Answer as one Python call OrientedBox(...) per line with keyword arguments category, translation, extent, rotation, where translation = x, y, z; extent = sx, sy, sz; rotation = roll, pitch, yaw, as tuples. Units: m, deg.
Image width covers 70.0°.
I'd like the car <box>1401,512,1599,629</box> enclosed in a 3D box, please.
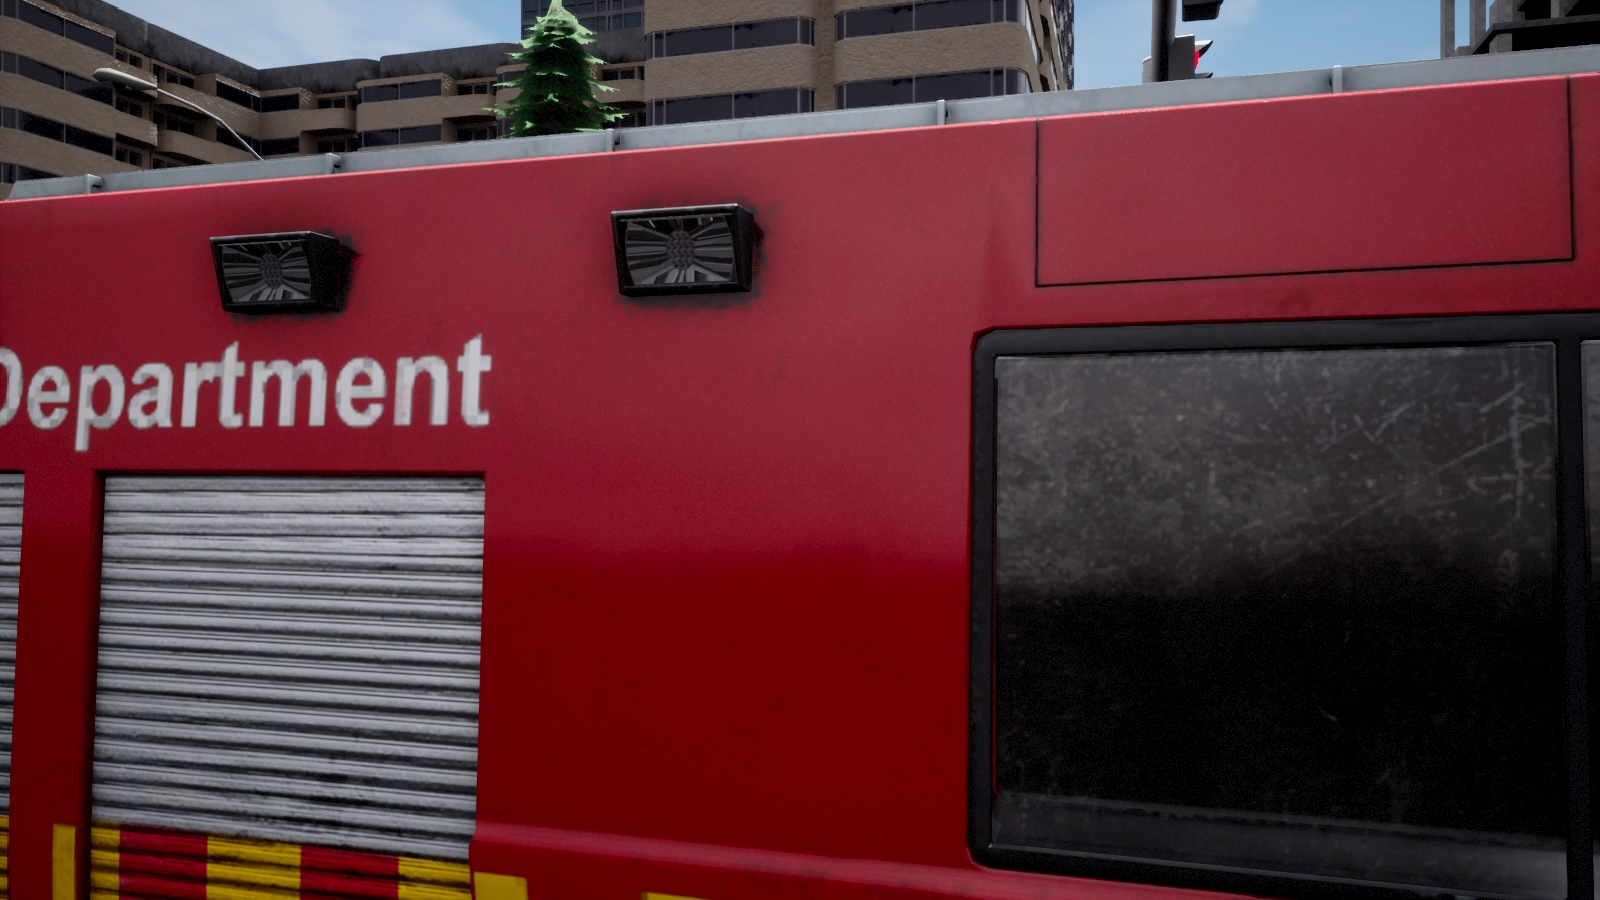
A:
OrientedBox(category="car", translation=(12.484, 2.037, 20.491), extent=(2.038, 1.542, 4.974), rotation=(0, 0, 16))
